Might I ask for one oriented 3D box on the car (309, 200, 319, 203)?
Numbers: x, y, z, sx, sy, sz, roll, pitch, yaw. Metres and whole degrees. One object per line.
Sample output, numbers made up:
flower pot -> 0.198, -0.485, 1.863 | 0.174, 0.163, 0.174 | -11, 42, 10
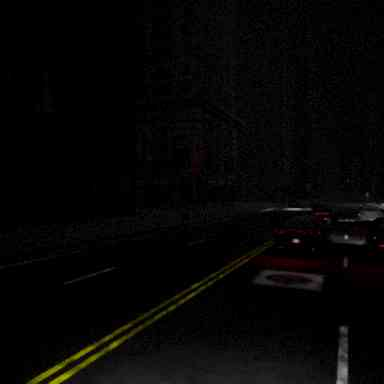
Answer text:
car -> 21.216, 2.099, 57.275 | 1.812, 1.442, 4.674 | 0, -1, 26

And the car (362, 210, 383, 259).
car -> 7.603, 1.649, 12.545 | 1.812, 1.442, 4.674 | 0, 0, 25

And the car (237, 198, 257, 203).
car -> 15.394, 2.333, 90.902 | 4.507, 1.381, 1.887 | 0, 0, 25

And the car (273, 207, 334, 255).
car -> 4.810, 1.622, 14.237 | 1.882, 1.535, 5.008 | 0, 0, 25

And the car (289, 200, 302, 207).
car -> 18.290, 2.084, 58.698 | 2.128, 1.511, 4.902 | 0, -1, 26

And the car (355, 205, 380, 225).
car -> 13.940, 1.784, 26.135 | 1.812, 1.442, 4.674 | 0, 0, 25

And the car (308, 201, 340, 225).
car -> 10.825, 1.779, 27.153 | 1.837, 1.490, 4.892 | 0, 0, 25

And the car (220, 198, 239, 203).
car -> 10.437, 2.298, 93.178 | 4.829, 1.417, 1.752 | 0, 0, 25
